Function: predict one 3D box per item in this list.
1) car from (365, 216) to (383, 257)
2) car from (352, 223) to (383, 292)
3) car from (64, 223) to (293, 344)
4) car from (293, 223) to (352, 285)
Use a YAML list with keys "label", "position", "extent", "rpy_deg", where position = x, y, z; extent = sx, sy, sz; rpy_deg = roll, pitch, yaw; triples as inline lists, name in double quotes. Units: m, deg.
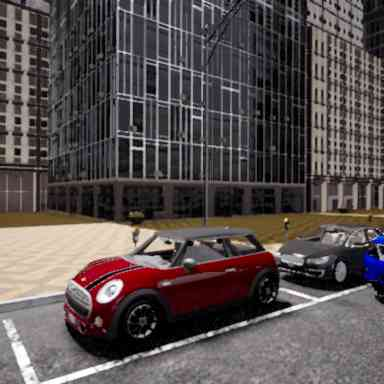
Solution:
- label: "car"
  position: [8.773, 1.622, 12.775]
  extent: [4.507, 1.381, 1.887]
  rpy_deg: [0, 0, -35]
- label: "car"
  position: [6.396, 1.273, 7.914]
  extent: [5.566, 2.045, 2.150]
  rpy_deg: [0, 0, -35]
- label: "car"
  position: [-0.250, 1.458, 6.374]
  extent: [4.097, 1.590, 1.967]
  rpy_deg: [0, 0, -35]
- label: "car"
  position: [4.260, 1.598, 9.574]
  extent: [4.403, 1.369, 2.008]
  rpy_deg: [0, 0, -35]
